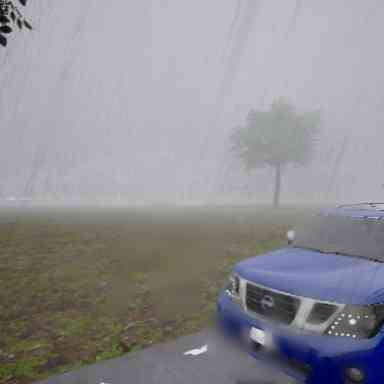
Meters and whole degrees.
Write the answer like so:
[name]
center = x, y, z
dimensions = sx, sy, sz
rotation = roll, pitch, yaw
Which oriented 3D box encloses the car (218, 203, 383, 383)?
[car]
center = 3.003, 1.223, 5.215
dimensions = 5.566, 2.045, 2.150
rotation = 0, 0, -36
